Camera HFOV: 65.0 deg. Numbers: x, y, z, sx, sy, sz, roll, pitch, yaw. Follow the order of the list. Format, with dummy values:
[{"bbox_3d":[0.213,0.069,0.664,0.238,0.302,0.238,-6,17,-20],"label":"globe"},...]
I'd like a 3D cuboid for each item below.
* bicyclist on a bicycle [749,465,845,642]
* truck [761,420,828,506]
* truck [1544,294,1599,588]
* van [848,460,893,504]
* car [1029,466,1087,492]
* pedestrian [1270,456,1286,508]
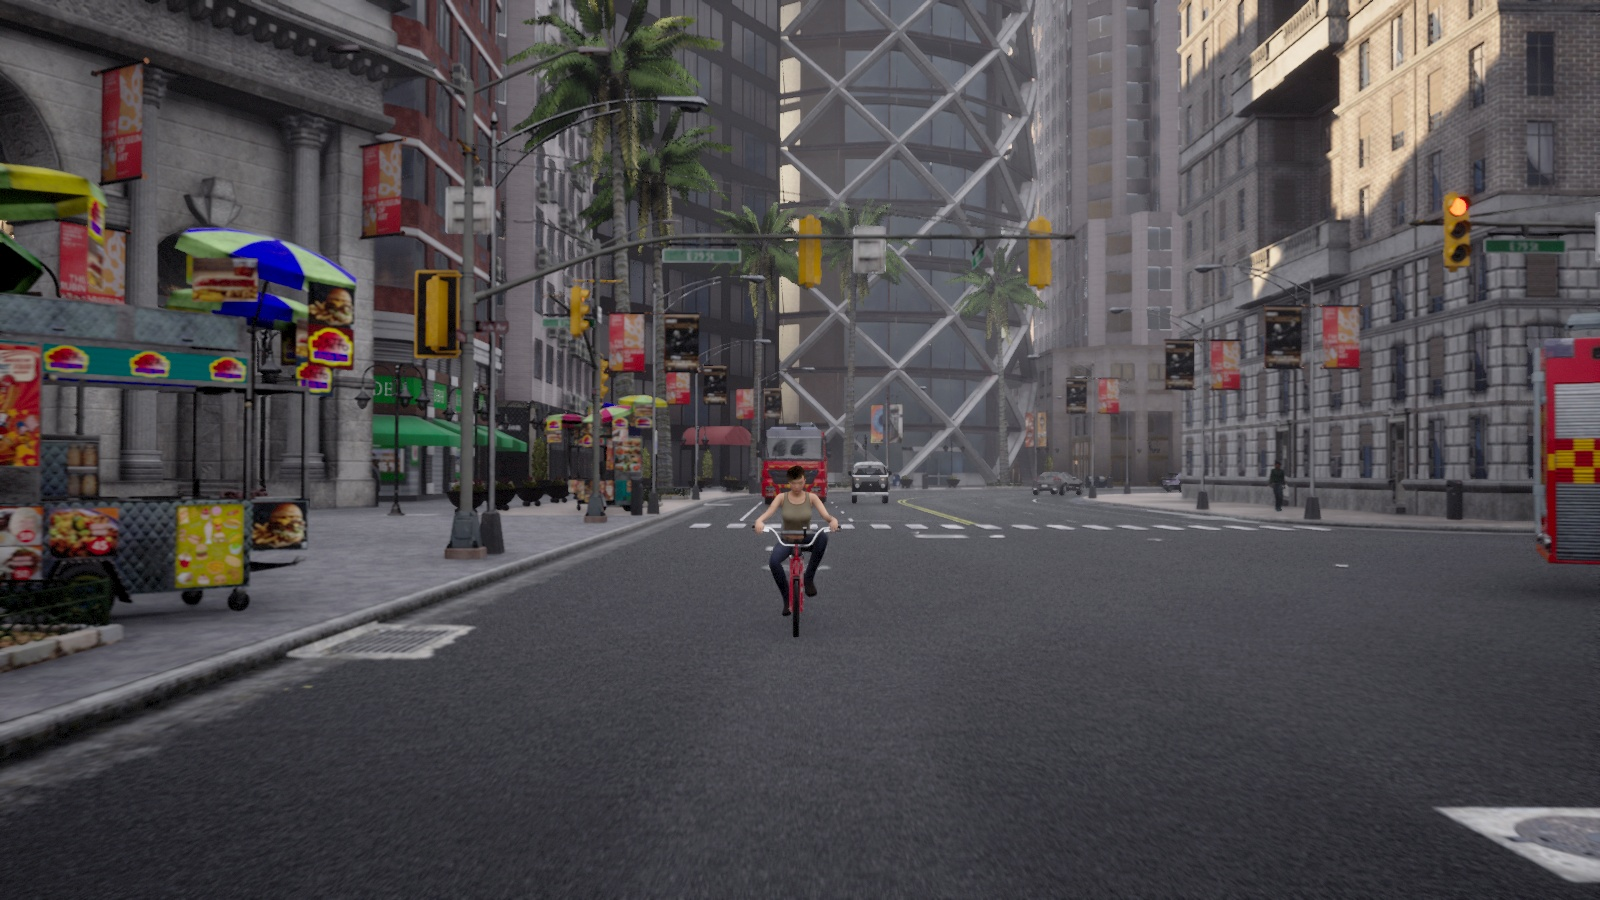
[{"bbox_3d":[-0.026,0.956,12.244,0.866,1.612,1.509,0,-1,0],"label":"bicyclist on a bicycle"},{"bbox_3d":[-0.156,0.656,60.073,2.891,3.827,8.468,0,-1,2],"label":"truck"},{"bbox_3d":[14.458,-0.142,15.897,8.468,3.827,2.891,-1,-1,27],"label":"truck"},{"bbox_3d":[3.390,1.551,61.299,2.069,2.038,4.480,0,-1,2],"label":"van"},{"bbox_3d":[17.341,1.933,84.176,2.152,1.651,5.027,-1,-1,32],"label":"car"},{"bbox_3d":[17.230,1.160,45.274,0.353,1.847,0.614,0,-1,6],"label":"pedestrian"}]
